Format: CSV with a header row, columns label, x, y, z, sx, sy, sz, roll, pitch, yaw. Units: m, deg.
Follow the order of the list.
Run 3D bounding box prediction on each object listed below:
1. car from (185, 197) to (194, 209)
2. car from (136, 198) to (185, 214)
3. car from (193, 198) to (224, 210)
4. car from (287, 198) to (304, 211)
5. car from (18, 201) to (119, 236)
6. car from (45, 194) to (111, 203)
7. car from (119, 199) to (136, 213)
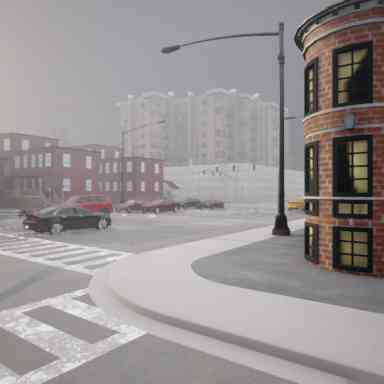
label,x,y,z,sx,sy,sz,roll,pitch,yaw
car,-0.682,1.491,45.275,2.128,1.511,4.902,0,0,36
car,-3.313,1.478,35.610,1.882,1.535,5.008,0,0,36
car,2.538,1.564,43.761,1.994,1.385,4.181,0,0,35
car,13.184,1.478,40.296,1.882,1.535,5.008,0,0,36
car,-6.788,1.505,18.625,1.837,1.490,4.892,0,0,38
car,-9.109,1.221,27.509,2.150,2.045,5.566,0,0,36
car,-6.460,1.526,37.213,1.812,1.442,4.674,0,0,35
